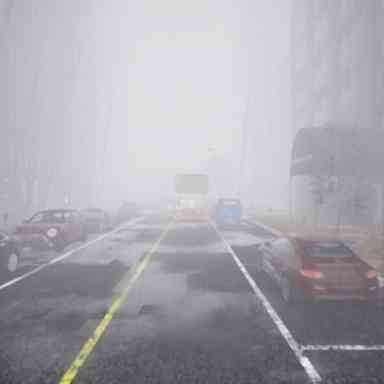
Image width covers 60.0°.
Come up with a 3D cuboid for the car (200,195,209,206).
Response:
[{"bbox_3d":[2.669,1.604,53.370,1.802,1.307,4.206,0,0,0],"label":"car"}]

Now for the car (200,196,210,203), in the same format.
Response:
[{"bbox_3d":[2.663,1.567,70.448,2.008,1.369,4.403,0,0,0],"label":"car"}]

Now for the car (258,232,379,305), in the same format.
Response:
[{"bbox_3d":[2.686,1.590,7.832,1.802,1.307,4.206,0,0,0],"label":"car"}]

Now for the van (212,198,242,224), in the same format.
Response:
[{"bbox_3d":[2.680,1.356,24.909,1.690,1.788,3.998,0,0,0],"label":"van"}]

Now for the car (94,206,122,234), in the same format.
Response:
[{"bbox_3d":[-5.699,1.563,19.216,2.008,1.369,4.403,0,0,0],"label":"car"}]

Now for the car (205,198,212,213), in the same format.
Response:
[{"bbox_3d":[2.676,1.600,36.292,1.802,1.307,4.206,0,0,0],"label":"car"}]

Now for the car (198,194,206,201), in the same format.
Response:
[{"bbox_3d":[2.657,1.435,87.525,1.967,1.590,4.097,0,0,0],"label":"car"}]

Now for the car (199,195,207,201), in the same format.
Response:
[{"bbox_3d":[2.659,1.443,81.833,1.967,1.590,4.097,0,0,0],"label":"car"}]

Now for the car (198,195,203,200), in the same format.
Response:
[{"bbox_3d":[2.665,1.571,64.755,2.008,1.369,4.403,0,0,0],"label":"car"}]

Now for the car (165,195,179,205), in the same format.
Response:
[{"bbox_3d":[-3.077,1.623,57.777,1.895,1.301,4.718,0,0,1],"label":"car"}]

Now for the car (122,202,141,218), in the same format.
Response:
[{"bbox_3d":[-5.703,1.598,30.600,1.802,1.307,4.206,0,0,0],"label":"car"}]

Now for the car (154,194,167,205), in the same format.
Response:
[{"bbox_3d":[-5.713,1.573,59.063,2.008,1.369,4.403,0,0,0],"label":"car"}]

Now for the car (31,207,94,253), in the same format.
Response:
[{"bbox_3d":[-5.697,1.451,13.524,1.967,1.590,4.097,0,0,0],"label":"car"}]

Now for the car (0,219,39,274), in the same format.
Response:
[{"bbox_3d":[-5.695,1.559,7.830,2.008,1.369,4.403,0,0,0],"label":"car"}]

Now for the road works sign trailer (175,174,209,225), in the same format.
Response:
[{"bbox_3d":[-0.010,0.478,23.927,2.380,3.560,2.880,0,0,0],"label":"road works sign trailer"}]
